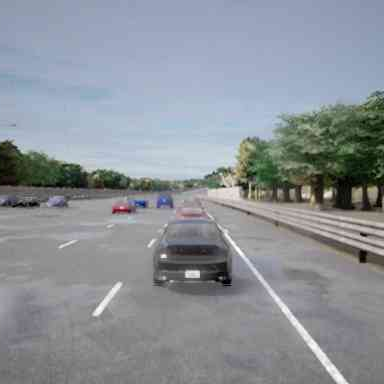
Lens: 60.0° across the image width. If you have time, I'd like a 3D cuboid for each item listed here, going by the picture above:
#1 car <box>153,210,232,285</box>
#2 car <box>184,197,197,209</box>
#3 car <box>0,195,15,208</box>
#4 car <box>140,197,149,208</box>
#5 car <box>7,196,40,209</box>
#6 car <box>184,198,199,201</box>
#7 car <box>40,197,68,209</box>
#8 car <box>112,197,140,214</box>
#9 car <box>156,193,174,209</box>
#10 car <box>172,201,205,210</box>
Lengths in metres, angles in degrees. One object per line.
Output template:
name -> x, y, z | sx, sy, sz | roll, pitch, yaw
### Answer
car -> 0.015, 1.468, 9.335 | 1.837, 1.490, 4.892 | 0, 0, 0
car -> -0.220, 1.534, 47.512 | 1.812, 1.442, 4.674 | 0, 0, -1
car -> -24.761, 1.197, 44.030 | 2.097, 1.767, 4.553 | 0, 0, -1
car -> -7.186, 1.439, 46.295 | 1.882, 1.535, 5.008 | 0, 0, -1
car -> -21.231, 1.465, 42.648 | 1.895, 1.301, 4.718 | 0, 0, -1
car -> -0.035, 1.473, 27.298 | 1.837, 1.490, 4.892 | 0, 0, 0
car -> -17.755, 1.414, 43.711 | 1.812, 1.442, 4.674 | 0, 0, -1
car -> -7.005, 1.500, 34.822 | 1.994, 1.385, 4.181 | 0, 0, -1
car -> -3.680, 1.207, 46.109 | 2.150, 2.045, 5.566 | 0, 0, -1
car -> 0.005, 1.485, 19.860 | 1.812, 1.442, 4.674 | 0, 0, 0
